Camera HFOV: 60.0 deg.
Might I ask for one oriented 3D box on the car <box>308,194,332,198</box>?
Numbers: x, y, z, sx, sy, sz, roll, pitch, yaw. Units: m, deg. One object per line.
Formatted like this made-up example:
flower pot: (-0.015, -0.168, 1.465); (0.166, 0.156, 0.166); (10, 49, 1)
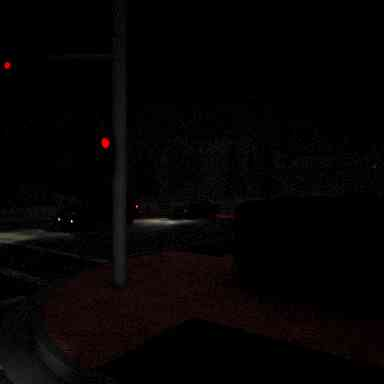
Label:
car: (13.648, 1.221, 34.532); (2.150, 2.045, 5.566); (0, 0, 39)

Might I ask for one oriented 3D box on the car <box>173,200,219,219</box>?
car: (0.404, 1.478, 29.367); (1.882, 1.535, 5.008); (0, 0, 39)

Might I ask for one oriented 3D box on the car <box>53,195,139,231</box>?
car: (-5.952, 1.221, 21.344); (2.150, 2.045, 5.566); (0, 0, 38)
